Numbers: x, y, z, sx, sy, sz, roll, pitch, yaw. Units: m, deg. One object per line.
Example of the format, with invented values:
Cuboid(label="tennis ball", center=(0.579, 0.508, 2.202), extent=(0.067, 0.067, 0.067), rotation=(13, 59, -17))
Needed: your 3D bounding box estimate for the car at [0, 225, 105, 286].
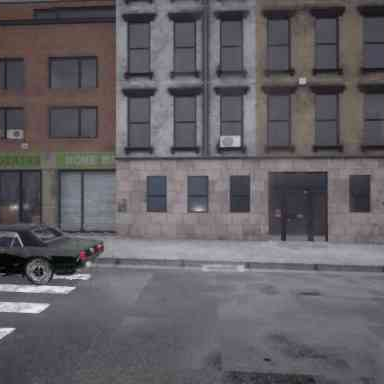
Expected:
Cuboid(label="car", center=(-4.851, 1.517, 8.645), extent=(4.718, 1.301, 1.895), rotation=(1, 0, 3))
